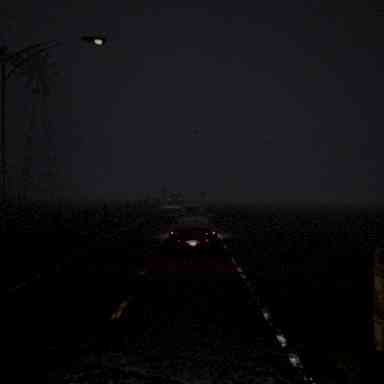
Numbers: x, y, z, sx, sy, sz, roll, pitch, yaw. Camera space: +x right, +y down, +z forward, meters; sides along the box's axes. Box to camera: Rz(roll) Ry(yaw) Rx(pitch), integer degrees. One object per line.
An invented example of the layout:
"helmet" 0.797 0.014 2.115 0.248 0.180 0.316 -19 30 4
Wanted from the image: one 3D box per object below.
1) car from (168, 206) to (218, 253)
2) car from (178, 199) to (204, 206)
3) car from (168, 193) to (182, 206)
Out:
"car" 0.049 1.528 13.501 1.812 1.442 4.674 0 0 0
"car" 0.048 1.530 28.621 1.812 1.442 4.674 0 0 0
"car" -2.791 1.229 55.882 2.150 2.045 5.566 0 0 1
